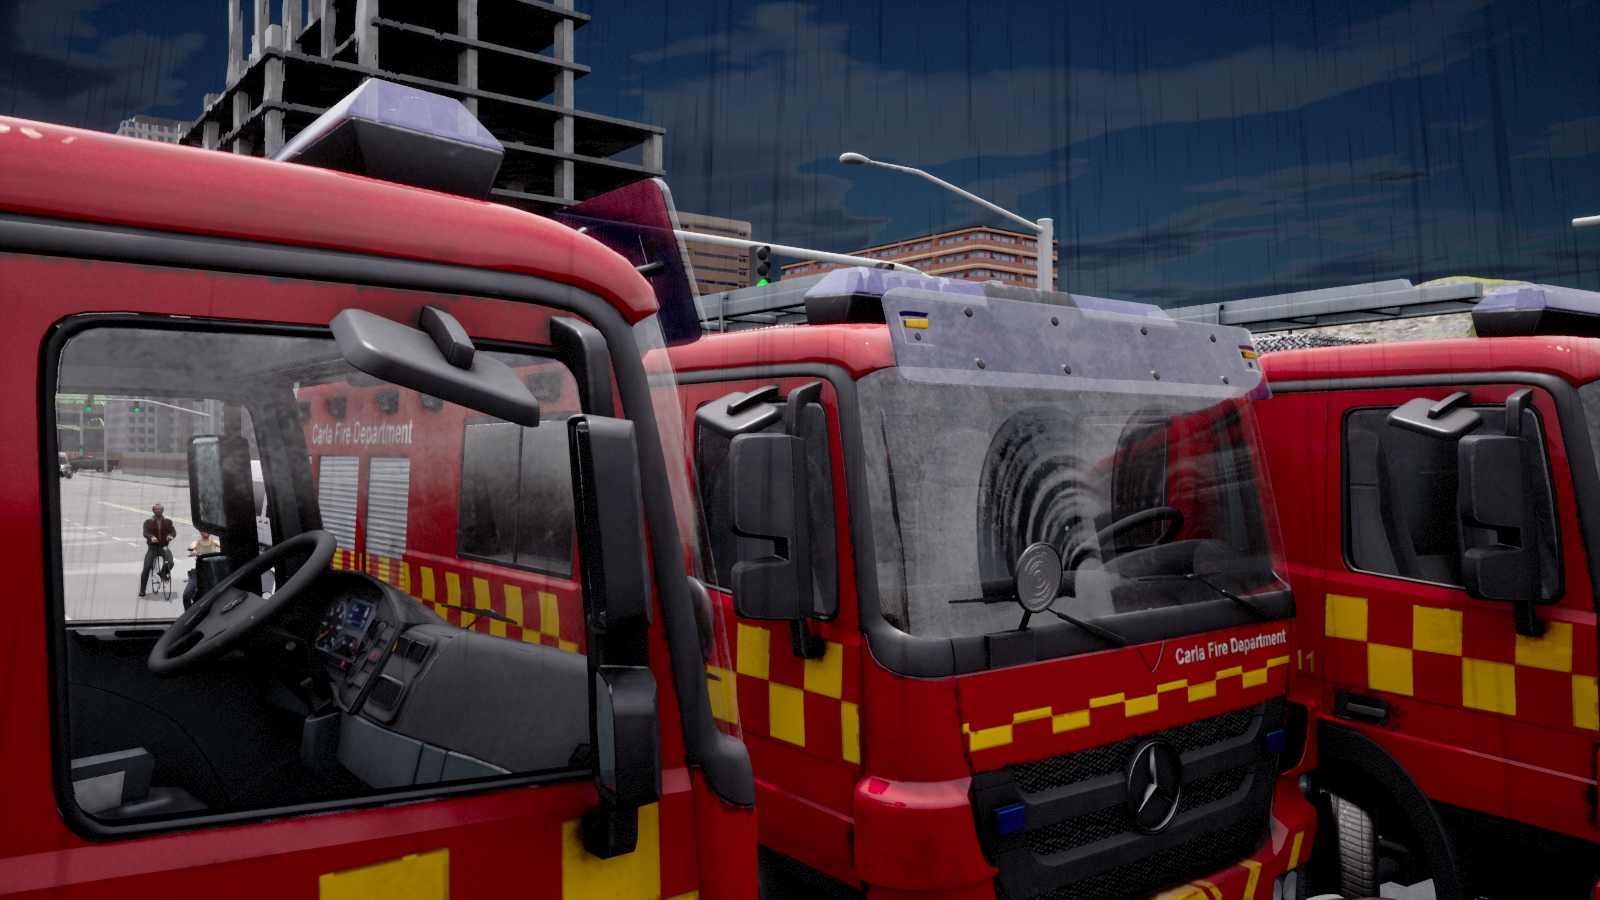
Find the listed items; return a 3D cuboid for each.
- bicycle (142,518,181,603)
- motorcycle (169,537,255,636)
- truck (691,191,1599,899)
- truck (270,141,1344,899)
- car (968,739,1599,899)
[{"bbox_3d":[-12.095,2.060,21.614,0.329,1.471,1.835,0,0,-39],"label":"bicycle"},{"bbox_3d":[-9.533,2.155,18.464,0.764,1.307,2.356,0,0,-39],"label":"motorcycle"},{"bbox_3d":[2.348,0.890,8.605,2.891,3.827,8.468,0,0,-31],"label":"truck"},{"bbox_3d":[-1.099,0.890,8.003,2.891,3.827,8.468,0,0,-38],"label":"truck"},{"bbox_3d":[2.437,2.065,3.109,1.970,1.475,3.806,0,0,-30],"label":"car"}]
